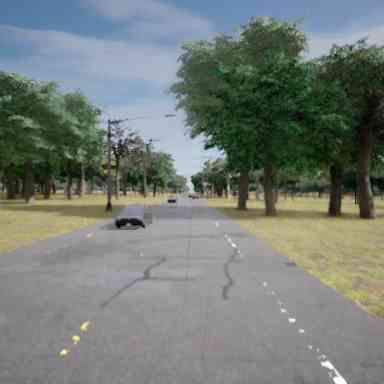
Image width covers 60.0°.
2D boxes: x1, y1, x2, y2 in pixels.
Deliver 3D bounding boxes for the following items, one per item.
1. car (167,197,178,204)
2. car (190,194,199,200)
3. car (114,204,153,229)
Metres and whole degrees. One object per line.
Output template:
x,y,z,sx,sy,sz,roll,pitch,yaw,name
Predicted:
-3.650,1.551,62.615,1.895,1.301,4.718,0,0,0,car
1.028,1.485,95.027,1.837,1.490,4.892,0,0,0,car
-3.643,1.506,21.806,2.033,1.411,5.357,0,0,0,car
